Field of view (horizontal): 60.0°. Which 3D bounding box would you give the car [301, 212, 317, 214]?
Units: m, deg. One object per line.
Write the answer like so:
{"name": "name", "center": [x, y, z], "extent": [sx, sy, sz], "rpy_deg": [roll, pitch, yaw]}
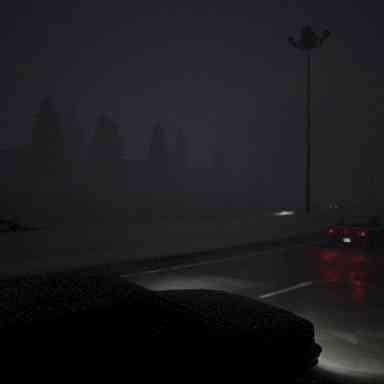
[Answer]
{"name": "car", "center": [15.001, 1.921, 41.778], "extent": [1.882, 1.535, 5.008], "rpy_deg": [0, -1, 31]}

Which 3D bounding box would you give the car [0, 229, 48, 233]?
{"name": "car", "center": [-7.435, 1.652, 11.708], "extent": [4.718, 1.301, 1.895], "rpy_deg": [1, -1, -37]}

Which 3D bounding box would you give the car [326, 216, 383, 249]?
{"name": "car", "center": [8.192, 1.784, 15.711], "extent": [4.718, 1.301, 1.895], "rpy_deg": [1, -1, -44]}

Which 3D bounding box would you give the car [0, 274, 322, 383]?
{"name": "car", "center": [-1.029, 1.567, 3.090], "extent": [5.357, 1.411, 2.033], "rpy_deg": [1, -1, -37]}
